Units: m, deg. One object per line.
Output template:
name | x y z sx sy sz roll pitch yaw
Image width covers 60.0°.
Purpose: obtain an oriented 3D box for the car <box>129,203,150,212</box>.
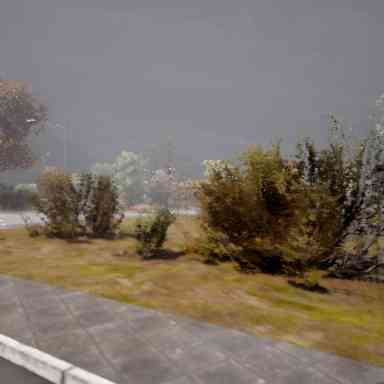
car | -9.087 2.736 58.117 2.097 1.767 4.553 1 -2 20
